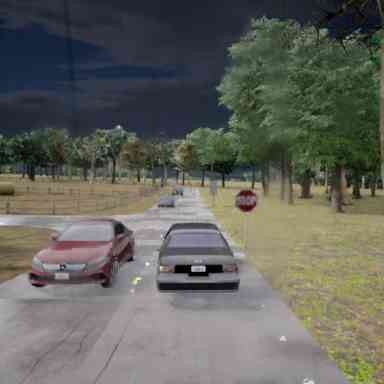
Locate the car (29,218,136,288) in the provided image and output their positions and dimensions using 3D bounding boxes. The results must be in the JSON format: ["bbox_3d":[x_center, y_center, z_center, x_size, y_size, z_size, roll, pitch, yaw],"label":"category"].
[{"bbox_3d":[-2.757,1.516,9.382,1.812,1.442,4.674,0,0,0],"label":"car"}]

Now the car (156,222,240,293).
[{"bbox_3d":[0.055,1.538,8.998,2.033,1.411,5.357,0,0,-2],"label":"car"}]

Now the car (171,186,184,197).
[{"bbox_3d":[-2.800,-0.101,65.632,2.150,2.045,5.566,0,2,0],"label":"car"}]

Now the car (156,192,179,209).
[{"bbox_3d":[-2.778,1.077,36.749,1.837,1.490,4.892,0,2,0],"label":"car"}]
